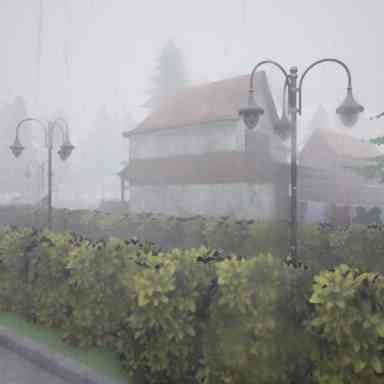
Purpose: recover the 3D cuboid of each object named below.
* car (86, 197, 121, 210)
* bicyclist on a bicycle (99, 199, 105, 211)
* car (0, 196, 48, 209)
[{"bbox_3d":[-10.100,1.505,39.031,2.097,1.767,4.553,0,0,37],"label":"car"},{"bbox_3d":[-7.824,1.456,29.502,1.656,1.620,0.582,0,0,36],"label":"bicyclist on a bicycle"},{"bbox_3d":[-16.059,1.375,30.832,2.150,2.045,5.566,0,0,36],"label":"car"}]
